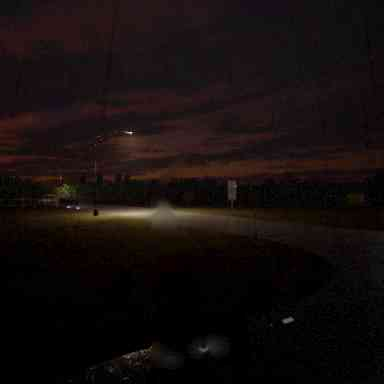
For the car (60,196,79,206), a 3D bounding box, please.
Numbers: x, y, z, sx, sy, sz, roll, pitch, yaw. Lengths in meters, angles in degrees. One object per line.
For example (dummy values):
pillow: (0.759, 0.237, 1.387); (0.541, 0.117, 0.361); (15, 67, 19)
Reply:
car: (-18.565, 1.320, 50.006); (1.895, 1.301, 4.718); (-1, 1, -35)
